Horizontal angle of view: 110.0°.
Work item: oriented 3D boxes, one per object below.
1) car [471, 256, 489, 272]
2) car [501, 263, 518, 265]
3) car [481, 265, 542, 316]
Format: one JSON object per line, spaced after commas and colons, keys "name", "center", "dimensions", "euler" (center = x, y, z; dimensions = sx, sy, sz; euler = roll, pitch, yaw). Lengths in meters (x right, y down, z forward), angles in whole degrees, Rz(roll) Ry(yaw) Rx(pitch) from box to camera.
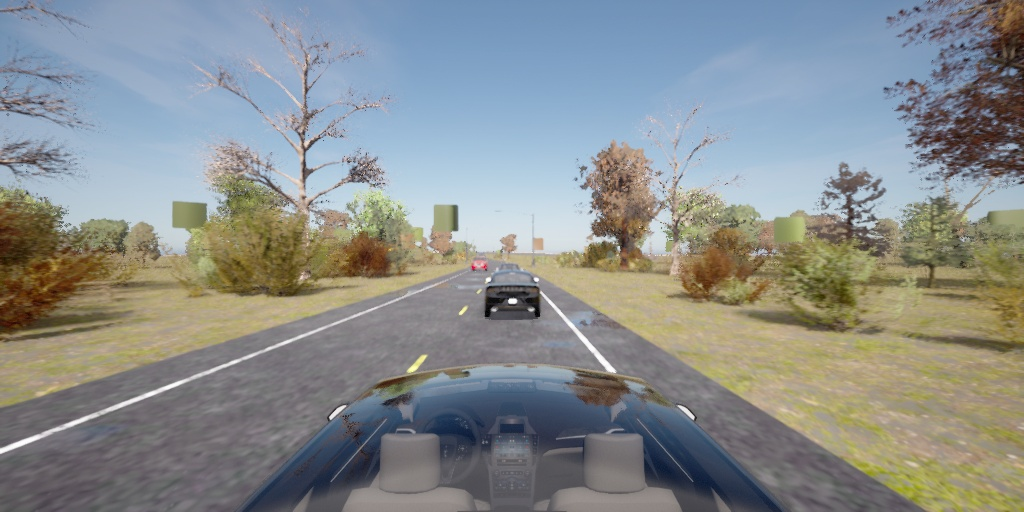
{"name": "car", "center": [-4.445, 1.073, 49.937], "dimensions": [2.150, 2.045, 5.566], "euler": [0, 0, -2]}
{"name": "car", "center": [-0.190, 1.311, 27.838], "dimensions": [1.837, 1.490, 4.892], "euler": [0, 0, -1]}
{"name": "car", "center": [0.014, 1.252, 13.487], "dimensions": [1.882, 1.535, 5.008], "euler": [0, -1, 0]}
